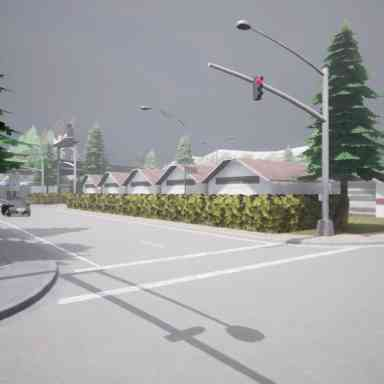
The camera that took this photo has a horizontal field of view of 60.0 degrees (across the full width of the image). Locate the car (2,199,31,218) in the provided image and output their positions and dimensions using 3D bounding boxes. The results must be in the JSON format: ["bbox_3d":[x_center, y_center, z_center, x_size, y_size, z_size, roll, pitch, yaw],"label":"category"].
[{"bbox_3d":[-16.353,1.443,30.924,2.128,1.511,4.902,0,0,-37],"label":"car"}]
